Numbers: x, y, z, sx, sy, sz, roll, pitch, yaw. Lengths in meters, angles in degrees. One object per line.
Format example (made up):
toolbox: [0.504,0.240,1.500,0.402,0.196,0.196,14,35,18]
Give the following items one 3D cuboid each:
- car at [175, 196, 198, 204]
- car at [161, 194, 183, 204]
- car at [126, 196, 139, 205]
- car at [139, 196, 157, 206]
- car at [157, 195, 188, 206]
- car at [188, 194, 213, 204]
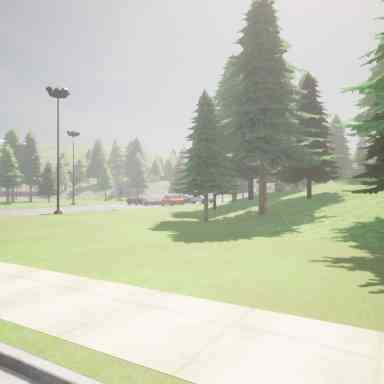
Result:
car: [-1.003,1.549,65.228,2.033,1.411,5.357,0,0,31]
car: [-4.012,1.354,67.017,2.097,1.767,4.553,0,0,31]
car: [-9.331,1.493,58.144,2.128,1.511,4.902,0,0,32]
car: [-6.310,1.602,56.373,1.895,1.301,4.718,0,0,32]
car: [-3.104,1.353,54.902,2.097,1.767,4.553,0,0,32]
car: [2.006,1.223,63.440,2.150,2.045,5.566,0,0,31]
